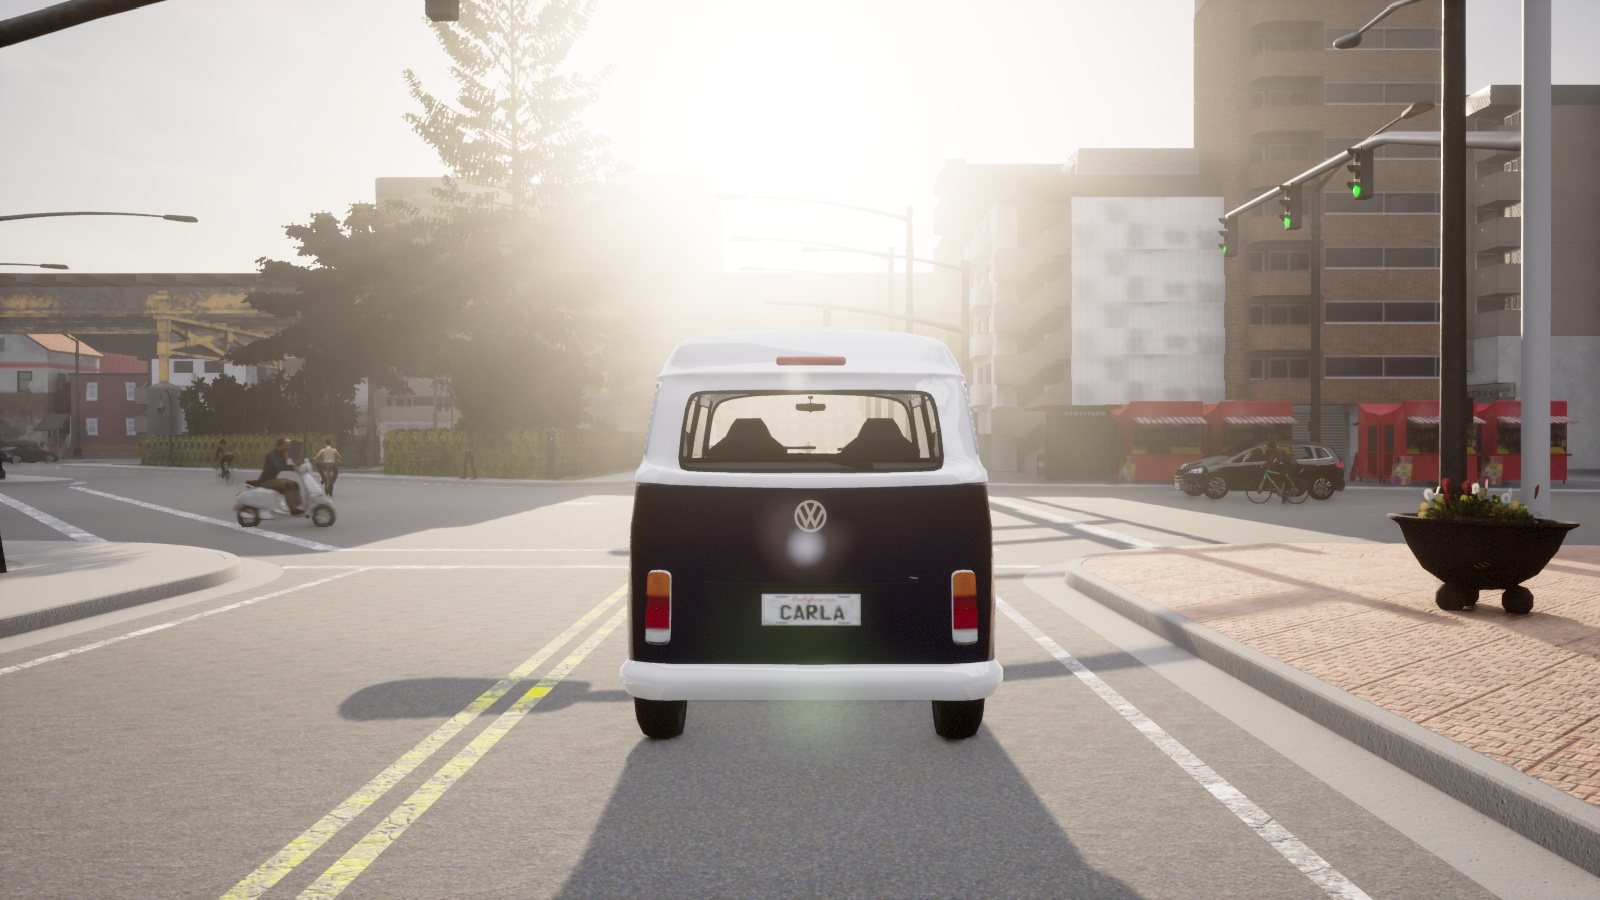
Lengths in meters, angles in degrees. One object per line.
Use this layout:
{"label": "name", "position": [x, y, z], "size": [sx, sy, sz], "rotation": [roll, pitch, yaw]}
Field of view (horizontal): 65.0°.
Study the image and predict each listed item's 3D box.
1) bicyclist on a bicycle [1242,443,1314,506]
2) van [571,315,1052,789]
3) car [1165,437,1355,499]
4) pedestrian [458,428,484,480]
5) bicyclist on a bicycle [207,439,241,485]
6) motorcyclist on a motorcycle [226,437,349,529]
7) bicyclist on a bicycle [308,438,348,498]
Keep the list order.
{"label": "bicyclist on a bicycle", "position": [12.392, 0.626, 32.583], "size": [1.656, 1.620, 0.582], "rotation": [0, 0, 0]}
{"label": "van", "position": [0.066, 0.427, 7.651], "size": [2.069, 2.038, 4.480], "rotation": [0, 0, 0]}
{"label": "car", "position": [13.121, 0.503, 36.080], "size": [4.611, 1.667, 2.242], "rotation": [1, 0, 0]}
{"label": "pedestrian", "position": [-11.753, 0.139, 44.819], "size": [0.328, 1.805, 0.869], "rotation": [0, 0, 38]}
{"label": "bicyclist on a bicycle", "position": [-20.406, 0.424, 44.482], "size": [0.582, 1.620, 1.656], "rotation": [0, 0, -44]}
{"label": "motorcyclist on a motorcycle", "position": [-8.981, 0.568, 22.054], "size": [1.817, 1.590, 0.866], "rotation": [0, 0, 0]}
{"label": "bicyclist on a bicycle", "position": [-13.059, 0.471, 34.738], "size": [0.866, 1.612, 1.509], "rotation": [-1, 1, -27]}
